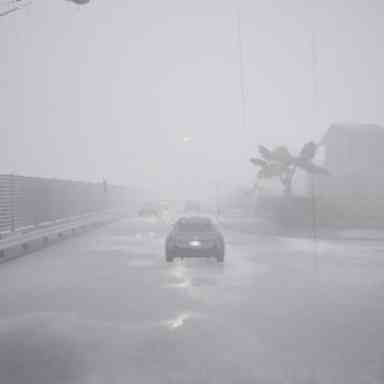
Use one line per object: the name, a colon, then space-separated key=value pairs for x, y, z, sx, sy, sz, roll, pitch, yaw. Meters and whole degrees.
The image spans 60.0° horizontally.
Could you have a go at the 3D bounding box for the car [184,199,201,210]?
car: x=0.102 y=1.583 z=40.568 sx=2.128 sy=1.511 sz=4.902 roll=0 pitch=0 yaw=0

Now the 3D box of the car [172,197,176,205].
car: x=-4.004 y=1.663 z=60.987 sx=1.812 sy=1.442 sz=4.674 roll=0 pitch=0 yaw=0

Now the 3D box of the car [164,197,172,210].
car: x=-4.080 y=1.578 z=44.161 sx=1.882 sy=1.535 sz=5.008 roll=0 pitch=0 yaw=0

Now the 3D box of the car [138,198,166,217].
car: x=-4.091 y=1.622 z=32.939 sx=2.033 sy=1.411 sz=5.357 roll=0 pitch=0 yaw=0

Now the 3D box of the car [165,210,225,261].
car: x=0.098 y=1.592 z=12.428 sx=1.994 sy=1.385 sz=4.181 roll=0 pitch=0 yaw=0
